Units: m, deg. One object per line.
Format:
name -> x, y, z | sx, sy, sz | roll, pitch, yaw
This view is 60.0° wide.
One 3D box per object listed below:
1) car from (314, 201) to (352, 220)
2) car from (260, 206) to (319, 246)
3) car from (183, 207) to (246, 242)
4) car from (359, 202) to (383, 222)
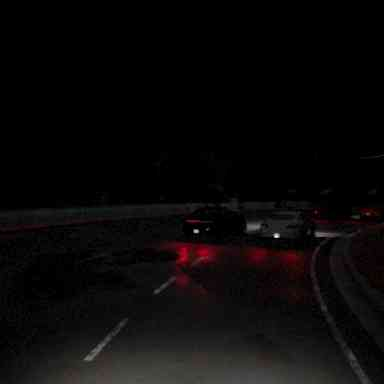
car -> 12.461, 1.592, 29.756 | 5.008, 1.535, 1.882 | 1, 0, -39
car -> 4.565, 1.571, 15.687 | 1.812, 1.442, 4.674 | 0, 0, 28
car -> 1.268, 1.513, 16.759 | 2.128, 1.511, 4.902 | 0, 0, 27
car -> 16.082, 1.618, 27.954 | 5.008, 1.535, 1.882 | 0, 0, -34
